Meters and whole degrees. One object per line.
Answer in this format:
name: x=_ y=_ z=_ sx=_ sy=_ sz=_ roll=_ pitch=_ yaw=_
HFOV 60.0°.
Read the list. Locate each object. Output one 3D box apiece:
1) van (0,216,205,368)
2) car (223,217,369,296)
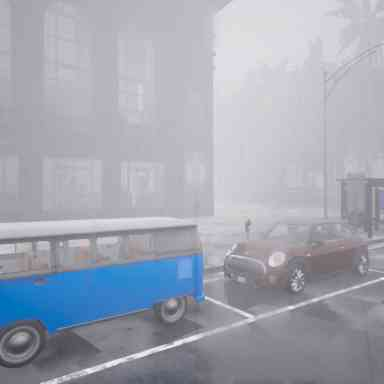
van: x=-1.680 y=1.341 z=5.453 sx=3.998 sy=1.788 sz=1.690 roll=0 pitch=0 yaw=-35
car: x=2.740 y=1.438 z=8.600 sx=4.097 sy=1.590 sz=1.967 roll=0 pitch=0 yaw=-35
